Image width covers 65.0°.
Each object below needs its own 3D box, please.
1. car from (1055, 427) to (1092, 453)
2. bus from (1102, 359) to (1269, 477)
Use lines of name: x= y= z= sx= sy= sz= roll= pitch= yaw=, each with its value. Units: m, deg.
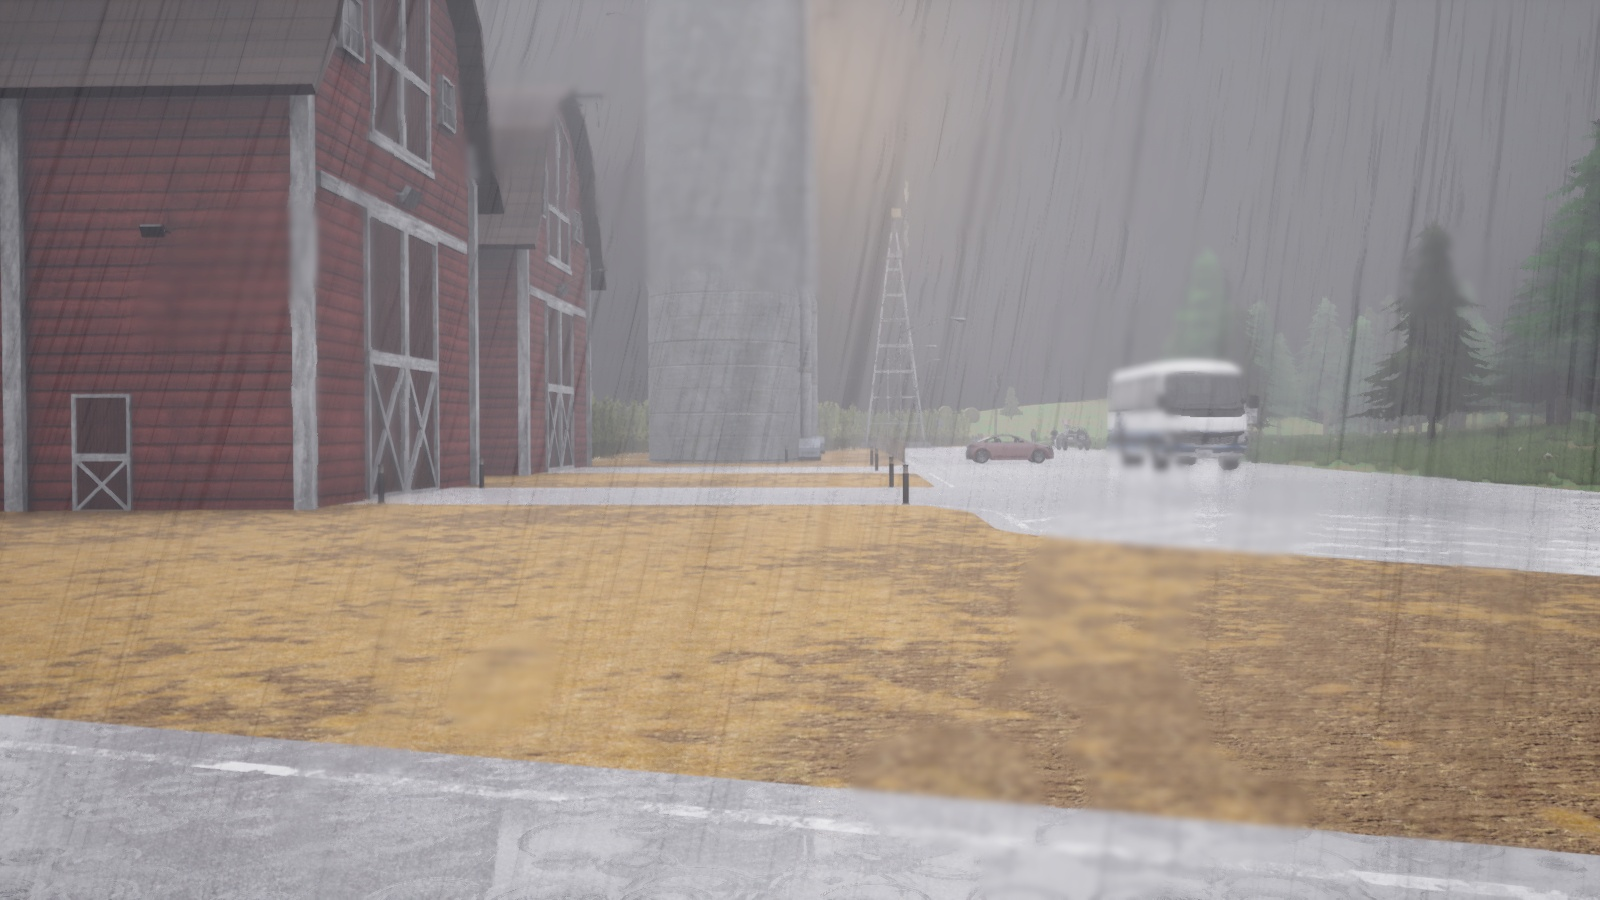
car: x=20.505 y=-0.759 z=94.298 sx=1.932 sy=1.855 sz=4.605 roll=0 pitch=1 yaw=3
bus: x=15.179 y=-1.248 z=50.607 sx=3.944 sy=4.253 sz=10.273 roll=0 pitch=1 yaw=2
